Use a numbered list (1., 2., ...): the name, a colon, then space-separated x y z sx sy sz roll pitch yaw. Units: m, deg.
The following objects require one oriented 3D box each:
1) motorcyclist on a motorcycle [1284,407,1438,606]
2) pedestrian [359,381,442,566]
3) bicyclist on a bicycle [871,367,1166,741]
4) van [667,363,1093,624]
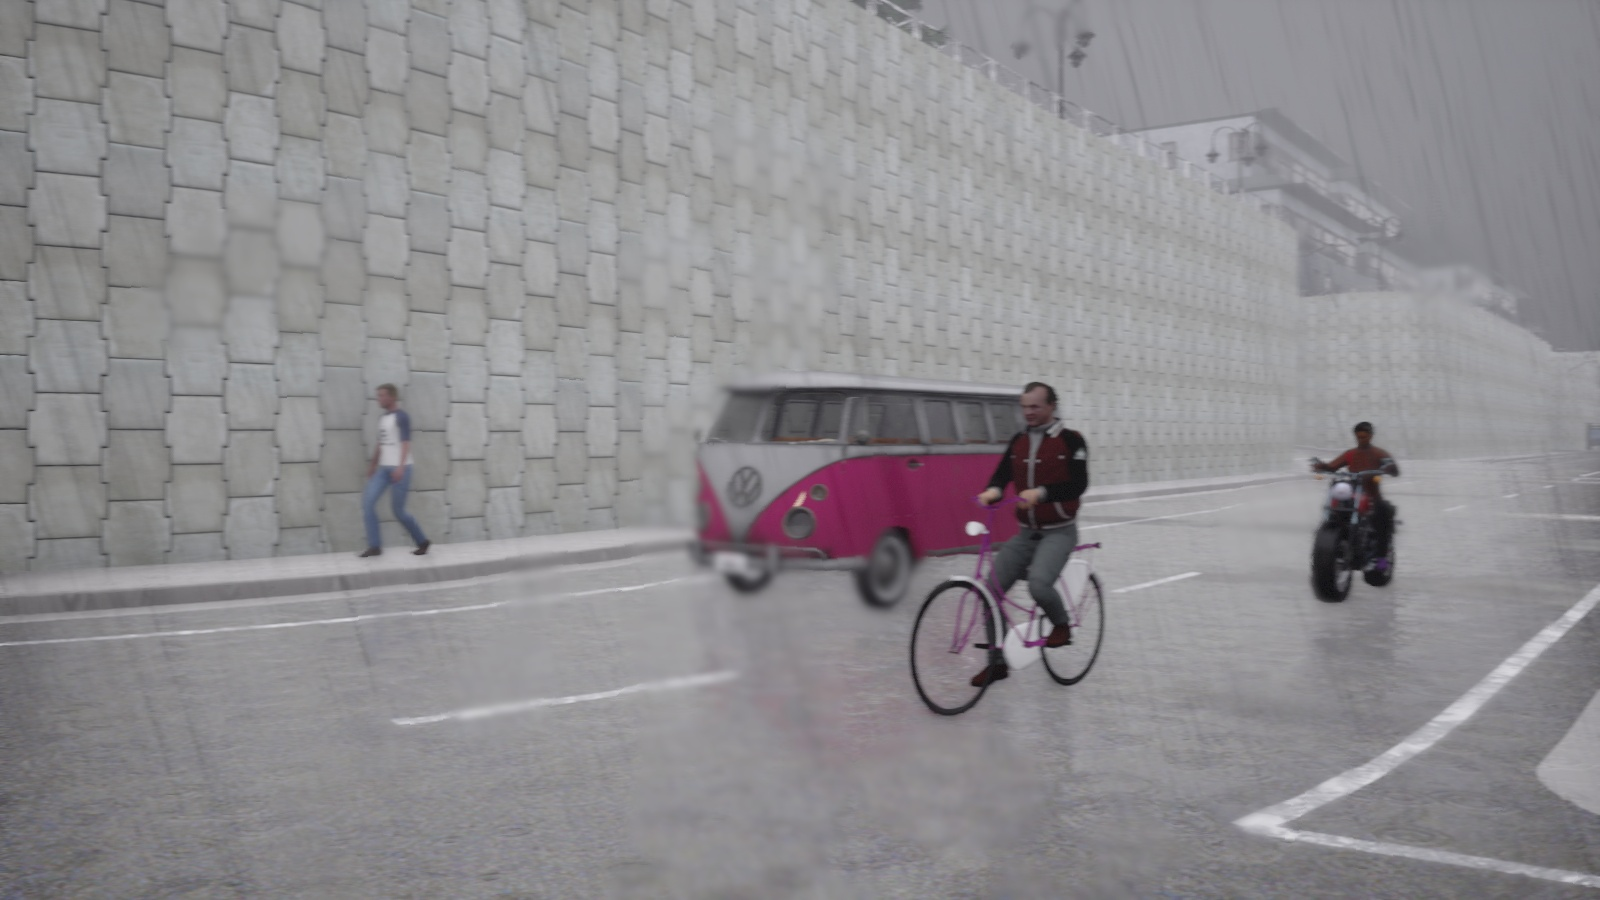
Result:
1. motorcyclist on a motorcycle: 5.218 0.447 11.584 0.766 1.649 2.350 0 1 38
2. pedestrian: -4.073 0.228 12.828 0.354 1.836 0.706 0 1 40
3. bicyclist on a bicycle: 1.244 0.482 6.843 0.659 1.776 1.843 0 1 44
4. van: 0.960 0.289 11.834 1.775 1.987 4.442 0 1 38
